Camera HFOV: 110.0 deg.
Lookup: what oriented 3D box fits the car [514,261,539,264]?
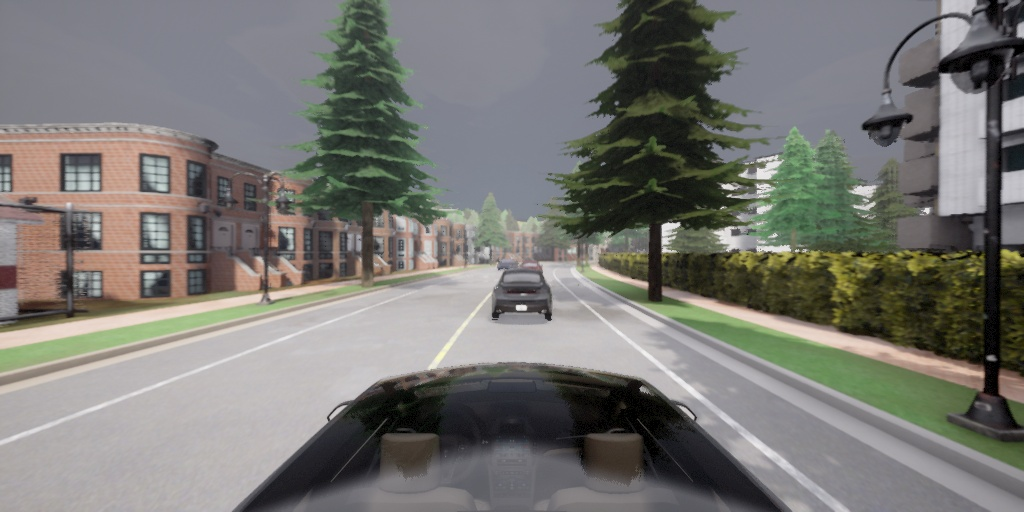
[{"bbox_3d":[1.453,1.093,28.056,1.812,1.442,4.674,0,0,5],"label":"car"}]

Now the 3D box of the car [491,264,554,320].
[{"bbox_3d":[0.367,1.180,12.374,1.837,1.490,4.892,0,0,3],"label":"car"}]

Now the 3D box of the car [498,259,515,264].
[{"bbox_3d":[-0.487,1.009,42.585,2.033,1.411,5.357,0,0,8],"label":"car"}]
